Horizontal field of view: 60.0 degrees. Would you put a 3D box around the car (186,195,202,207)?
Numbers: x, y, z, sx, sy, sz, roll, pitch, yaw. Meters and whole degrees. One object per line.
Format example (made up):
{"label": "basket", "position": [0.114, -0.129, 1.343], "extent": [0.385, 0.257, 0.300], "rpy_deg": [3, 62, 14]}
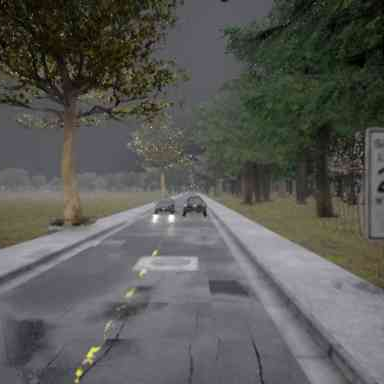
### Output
{"label": "car", "position": [0.329, 1.240, 46.774], "extent": [2.128, 1.511, 4.902], "rpy_deg": [0, 0, 0]}

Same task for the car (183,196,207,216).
{"label": "car", "position": [0.250, 1.193, 30.947], "extent": [2.097, 1.767, 4.553], "rpy_deg": [0, 0, 0]}

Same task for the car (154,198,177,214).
{"label": "car", "position": [-2.595, 1.337, 33.050], "extent": [1.837, 1.490, 4.892], "rpy_deg": [0, 0, 0]}
